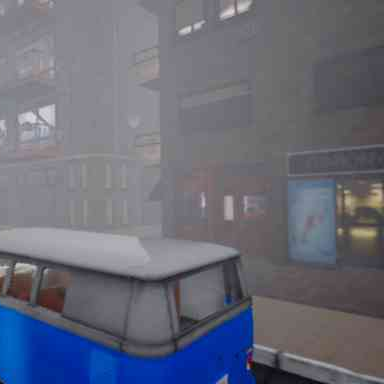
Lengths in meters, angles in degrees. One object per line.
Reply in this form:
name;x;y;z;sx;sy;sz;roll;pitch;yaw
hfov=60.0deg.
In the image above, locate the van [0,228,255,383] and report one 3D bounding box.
van;-1.287;1.375;3.808;3.998;1.788;1.690;-1;-1;36
